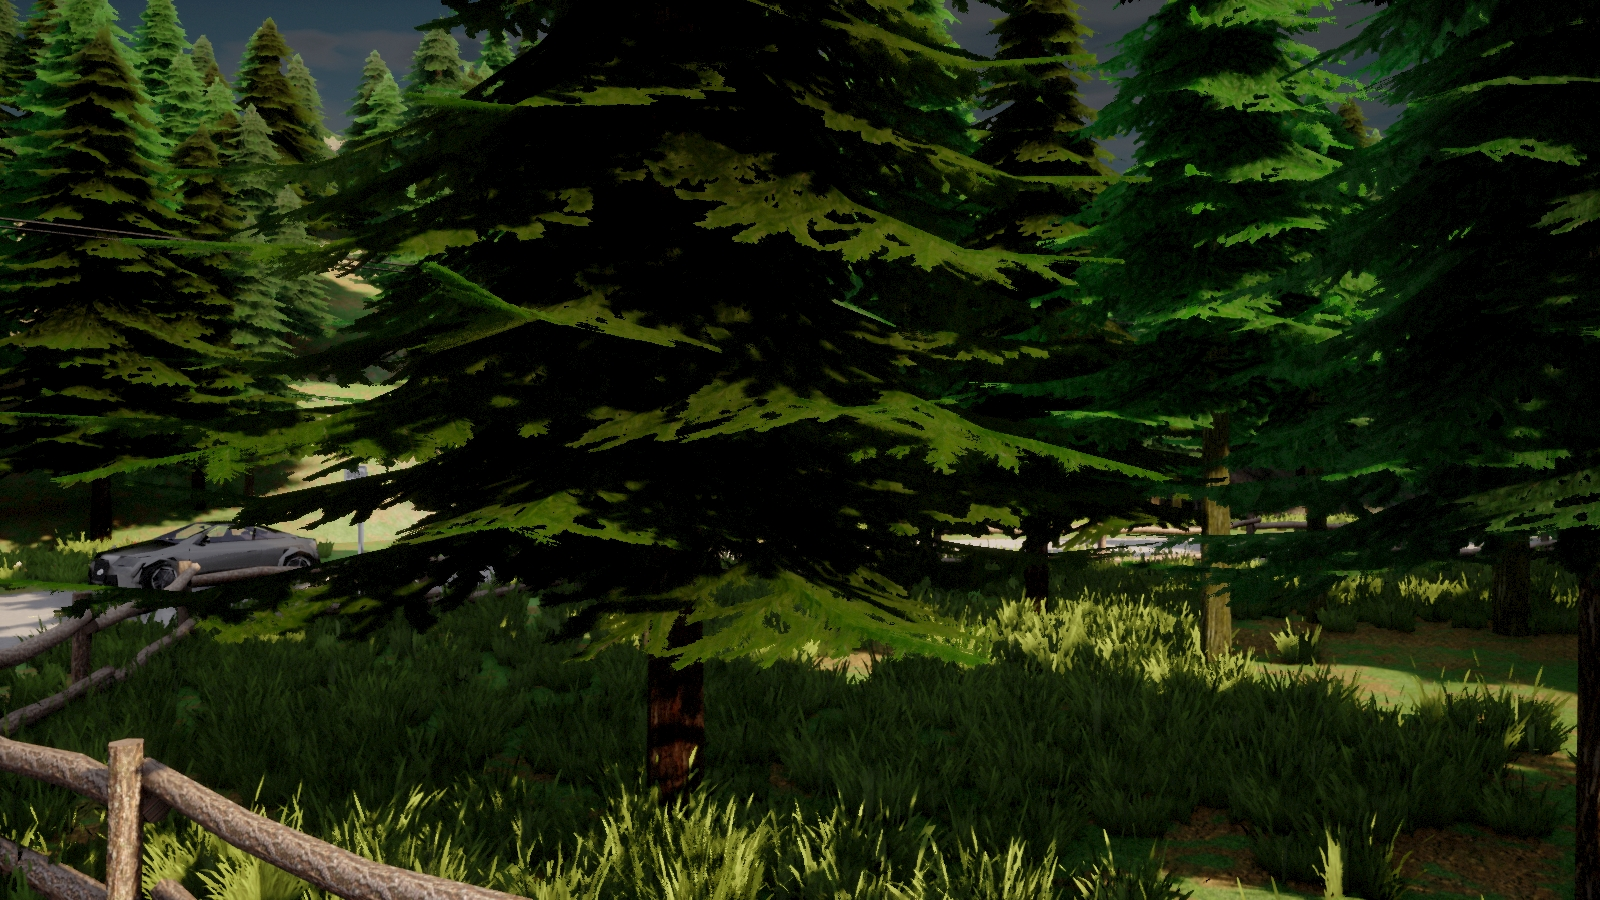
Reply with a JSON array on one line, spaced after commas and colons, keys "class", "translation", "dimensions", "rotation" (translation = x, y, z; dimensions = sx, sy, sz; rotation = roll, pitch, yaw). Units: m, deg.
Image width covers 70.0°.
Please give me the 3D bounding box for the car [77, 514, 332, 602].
[{"class": "car", "translation": [-12.055, 2.119, 23.321], "dimensions": [1.994, 1.385, 4.181], "rotation": [0, 0, 41]}]
